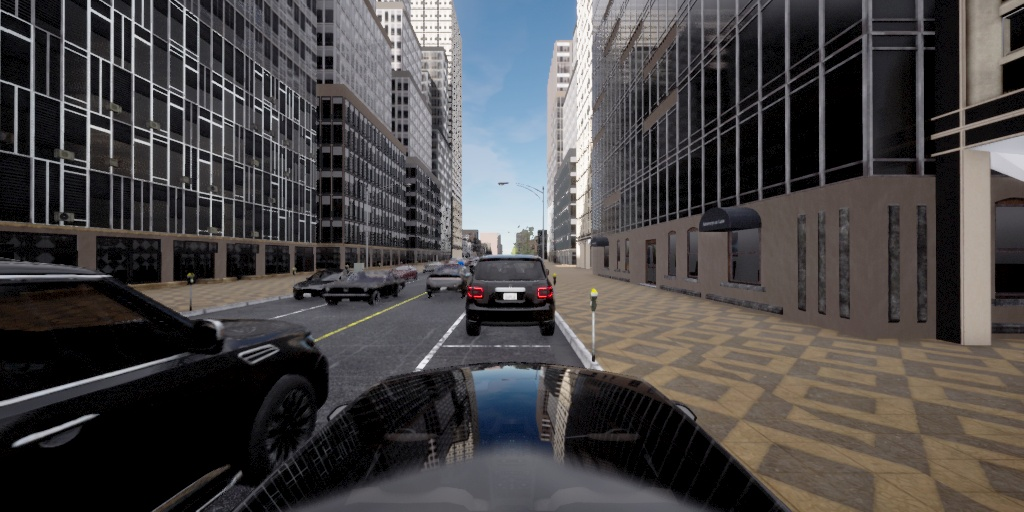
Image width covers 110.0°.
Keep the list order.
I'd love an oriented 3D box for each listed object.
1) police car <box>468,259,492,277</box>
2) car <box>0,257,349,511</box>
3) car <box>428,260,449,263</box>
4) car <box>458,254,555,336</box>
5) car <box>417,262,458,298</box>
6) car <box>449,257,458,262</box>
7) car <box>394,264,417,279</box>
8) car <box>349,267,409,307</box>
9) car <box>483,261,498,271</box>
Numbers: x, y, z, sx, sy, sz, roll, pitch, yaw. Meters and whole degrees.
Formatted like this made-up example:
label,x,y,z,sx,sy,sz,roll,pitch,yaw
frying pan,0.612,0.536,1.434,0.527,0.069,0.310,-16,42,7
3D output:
label,x,y,z,sx,sy,sz,roll,pitch,yaw
police car,-3.146,1.164,35.886,1.930,1.638,5.238,0,0,0
car,-3.045,0.971,1.479,2.150,2.045,5.566,0,0,0
car,-8.836,1.286,40.419,2.007,1.370,4.403,0,0,0
car,-0.039,0.977,10.529,2.150,2.045,5.566,0,0,0
car,-3.045,1.238,18.364,2.128,1.511,4.902,0,0,0
car,-8.836,1.273,51.803,1.888,1.381,4.507,0,0,0
car,-8.835,1.325,29.033,1.802,1.307,4.207,0,0,0
car,-6.246,1.349,15.676,1.895,1.301,4.718,0,0,0
car,-3.044,1.329,51.126,1.895,1.301,4.718,0,0,0
